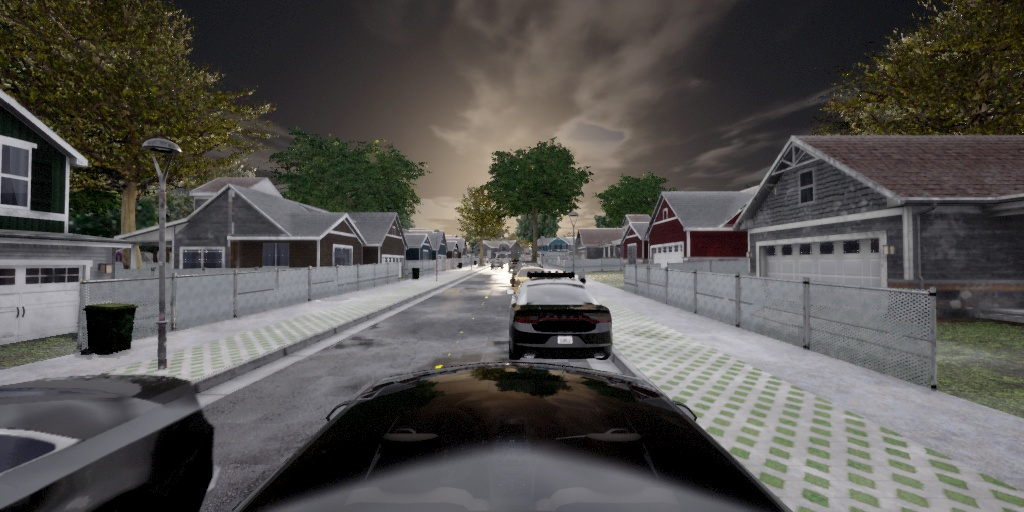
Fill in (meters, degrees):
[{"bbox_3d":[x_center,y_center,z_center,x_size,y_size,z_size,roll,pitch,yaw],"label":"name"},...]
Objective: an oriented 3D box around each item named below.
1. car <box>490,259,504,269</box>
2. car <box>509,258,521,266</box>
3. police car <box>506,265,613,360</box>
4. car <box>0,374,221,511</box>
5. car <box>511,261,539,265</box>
[{"bbox_3d":[-2.263,1.227,55.109,2.128,1.511,4.902,0,0,0],"label":"car"},{"bbox_3d":[1.038,1.097,24.339,2.097,1.767,4.553,0,0,1],"label":"car"},{"bbox_3d":[0.896,1.176,8.477,1.930,1.638,5.238,0,0,1],"label":"police car"},{"bbox_3d":[-2.854,1.241,0.277,2.128,1.511,4.902,0,0,1],"label":"car"},{"bbox_3d":[0.987,1.204,18.559,1.801,1.575,5.366,0,0,1],"label":"car"}]
